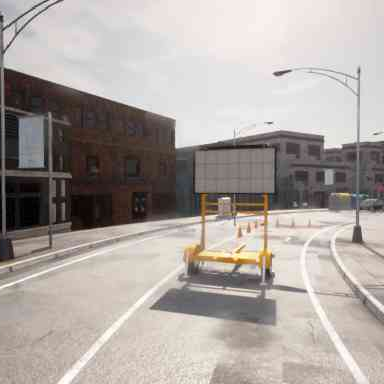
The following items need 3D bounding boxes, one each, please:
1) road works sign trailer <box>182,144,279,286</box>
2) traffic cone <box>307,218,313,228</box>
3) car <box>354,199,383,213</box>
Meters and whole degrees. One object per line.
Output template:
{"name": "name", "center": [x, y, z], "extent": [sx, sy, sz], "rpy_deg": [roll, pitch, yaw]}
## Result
{"name": "road works sign trailer", "center": [1.251, 0.462, 9.677], "extent": [2.380, 3.560, 2.880], "rpy_deg": [0, 0, 20]}
{"name": "traffic cone", "center": [7.481, 1.981, 21.154], "extent": [0.340, 0.580, 0.340], "rpy_deg": [1, 0, 22]}
{"name": "car", "center": [21.066, 1.594, 39.221], "extent": [4.892, 1.490, 1.837], "rpy_deg": [1, 1, -35]}
